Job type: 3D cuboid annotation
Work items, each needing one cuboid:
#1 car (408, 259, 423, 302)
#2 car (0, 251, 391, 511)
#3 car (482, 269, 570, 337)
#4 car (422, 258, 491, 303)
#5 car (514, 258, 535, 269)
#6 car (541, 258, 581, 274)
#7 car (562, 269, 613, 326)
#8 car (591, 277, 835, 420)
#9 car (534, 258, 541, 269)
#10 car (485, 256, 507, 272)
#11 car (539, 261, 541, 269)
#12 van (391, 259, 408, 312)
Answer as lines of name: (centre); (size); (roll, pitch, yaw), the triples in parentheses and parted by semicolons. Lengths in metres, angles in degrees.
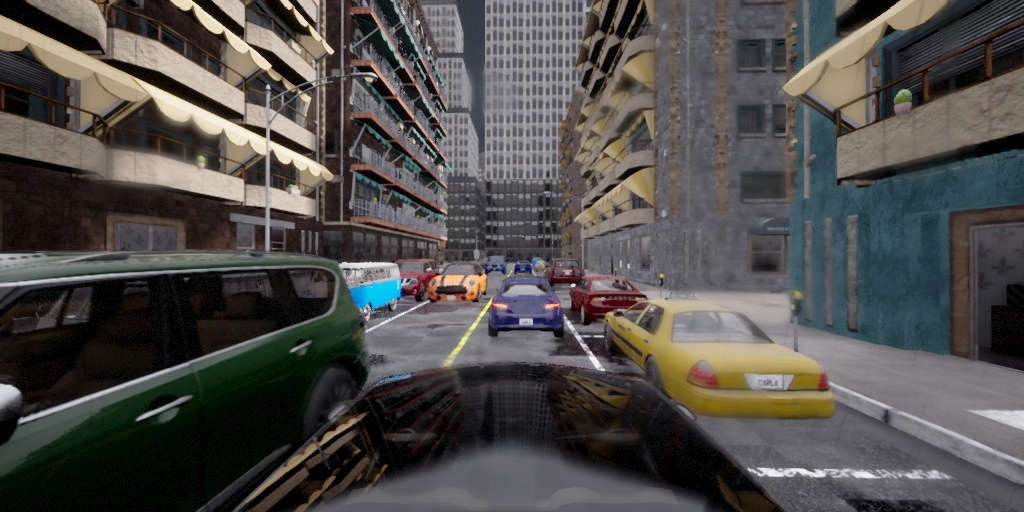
car: (-4.821, 1.067, 17.380); (2.192, 1.841, 5.009); (0, 0, 2)
car: (-2.792, 0.974, 1.958); (2.150, 2.045, 5.566); (0, 0, 2)
car: (0.386, 1.277, 10.147); (1.812, 1.442, 4.674); (0, 0, 2)
car: (-2.366, 1.105, 16.600); (2.097, 1.767, 4.553); (0, 0, 2)
car: (1.230, 1.240, 39.877); (1.882, 1.535, 5.008); (0, 0, 2)
car: (3.216, 1.069, 22.795); (2.192, 1.841, 5.009); (0, 0, 2)
car: (2.896, 1.296, 11.519); (1.888, 1.381, 4.507); (0, 0, 2)
car: (2.741, 1.276, 6.051); (1.751, 1.417, 4.829); (0, 0, 2)
car: (3.861, 1.291, 45.517); (1.751, 1.417, 4.829); (0, 0, 2)
car: (-1.733, 0.982, 39.233); (2.150, 2.045, 5.566); (0, 0, 2)
car: (3.381, 1.282, 28.603); (1.751, 1.417, 4.829); (0, 0, 2)
van: (-4.981, 1.092, 11.742); (1.690, 1.789, 3.998); (0, 0, 2)
